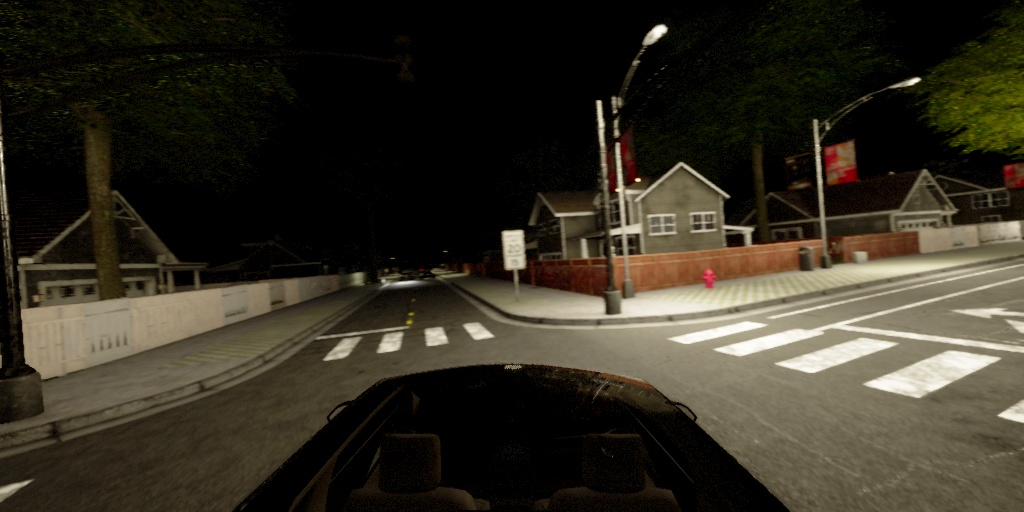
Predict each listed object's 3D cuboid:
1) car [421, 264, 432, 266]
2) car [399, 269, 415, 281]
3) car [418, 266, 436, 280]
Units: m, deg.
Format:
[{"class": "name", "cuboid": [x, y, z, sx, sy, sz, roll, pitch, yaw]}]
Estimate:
[{"class": "car", "cuboid": [-13.662, 2.333, 57.177, 2.150, 2.045, 5.566, -4, 0, -14]}, {"class": "car", "cuboid": [-14.740, 2.658, 50.410, 2.128, 1.511, 4.902, -4, 0, -14]}, {"class": "car", "cuboid": [-11.451, 2.465, 48.652, 1.994, 1.385, 4.181, -4, 0, -14]}]
